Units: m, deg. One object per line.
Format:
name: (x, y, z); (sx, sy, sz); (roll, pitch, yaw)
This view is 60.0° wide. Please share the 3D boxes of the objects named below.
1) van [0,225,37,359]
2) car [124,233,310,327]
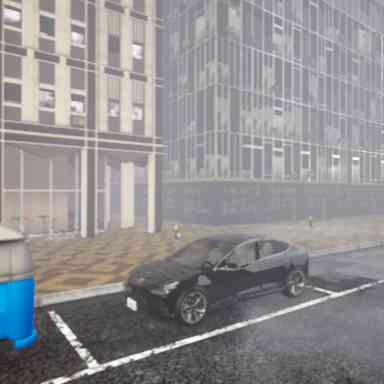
van: (-3.914, 1.334, 3.774); (3.998, 1.788, 1.690); (0, 0, -35)
car: (0.725, 1.593, 7.072); (4.313, 1.339, 1.947); (0, 0, -35)
